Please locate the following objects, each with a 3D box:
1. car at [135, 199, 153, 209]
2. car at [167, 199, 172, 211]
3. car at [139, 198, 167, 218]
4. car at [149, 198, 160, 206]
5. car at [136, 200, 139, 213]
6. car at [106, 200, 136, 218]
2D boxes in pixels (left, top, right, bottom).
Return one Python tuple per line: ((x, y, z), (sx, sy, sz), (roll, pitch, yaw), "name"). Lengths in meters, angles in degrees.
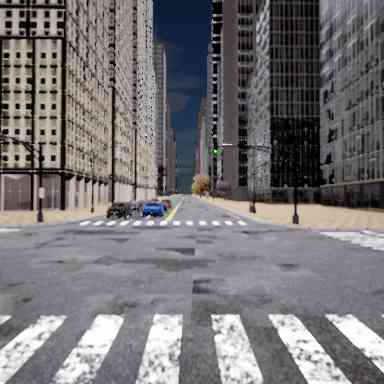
((-7.461, 1.870, 52.390), (2.128, 1.511, 4.902), (0, 0, -1), "car")
((-4.051, 1.916, 43.120), (1.895, 1.301, 4.718), (0, 0, -1), "car")
((-3.898, 1.727, 33.756), (1.882, 1.535, 5.008), (0, 0, -2), "car")
((-7.647, 2.007, 67.855), (1.812, 1.442, 4.674), (0, -1, -1), "car")
((-7.283, 1.798, 41.986), (2.128, 1.511, 4.902), (0, 0, -1), "car")
((-7.125, 1.747, 32.839), (1.837, 1.490, 4.892), (0, 0, -1), "car")
